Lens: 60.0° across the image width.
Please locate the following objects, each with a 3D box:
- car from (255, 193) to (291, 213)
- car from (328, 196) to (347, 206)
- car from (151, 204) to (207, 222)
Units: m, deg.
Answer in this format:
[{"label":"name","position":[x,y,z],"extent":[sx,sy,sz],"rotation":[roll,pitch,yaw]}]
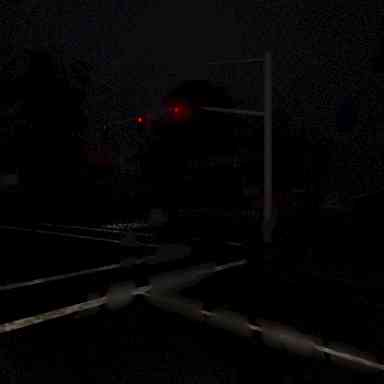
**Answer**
[{"label":"car","position":[9.347,1.215,38.118],"extent":[2.150,2.045,5.566],"rotation":[0,1,42]},{"label":"car","position":[24.130,1.492,54.990],"extent":[2.128,1.511,4.902],"rotation":[0,0,41]},{"label":"car","position":[-0.981,1.601,26.254],"extent":[1.895,1.301,4.718],"rotation":[0,0,41]}]
